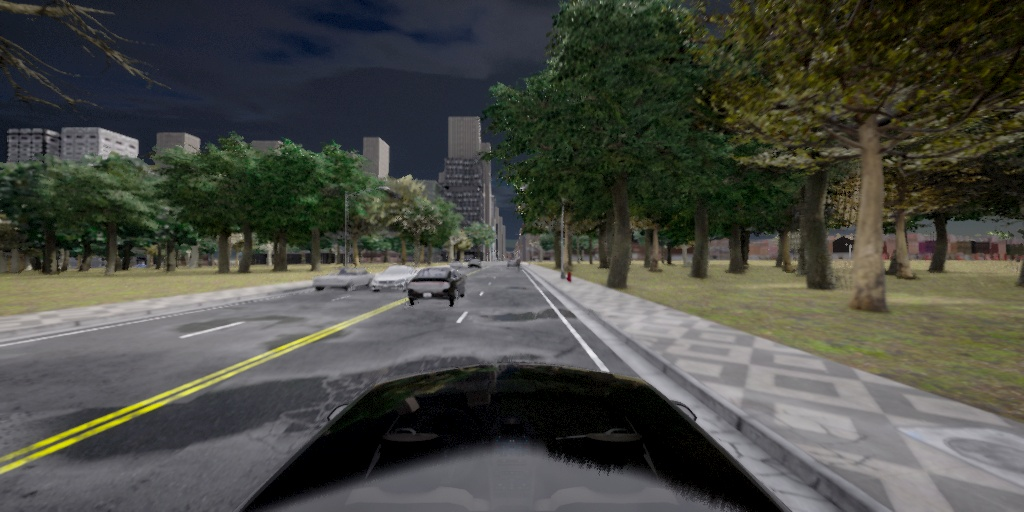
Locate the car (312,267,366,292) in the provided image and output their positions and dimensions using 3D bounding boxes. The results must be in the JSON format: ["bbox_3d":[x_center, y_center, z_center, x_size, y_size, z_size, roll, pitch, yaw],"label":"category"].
[{"bbox_3d":[-9.843,1.363,21.399,1.895,1.301,4.718,0,0,0],"label":"car"}]

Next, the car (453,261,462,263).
[{"bbox_3d":[-9.750,1.523,62.701,1.895,1.301,4.718,0,0,0],"label":"car"}]

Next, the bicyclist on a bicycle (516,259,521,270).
[{"bbox_3d":[0.906,1.289,45.457,0.582,1.620,1.656,0,-1,0],"label":"bicyclist on a bicycle"}]

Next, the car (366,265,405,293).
[{"bbox_3d":[-6.581,1.287,20.986,1.812,1.442,4.674,0,0,0],"label":"car"}]

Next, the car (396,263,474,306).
[{"bbox_3d":[-3.146,1.248,15.771,2.128,1.511,4.902,0,0,0],"label":"car"}]

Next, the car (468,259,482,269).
[{"bbox_3d":[-6.504,1.275,62.826,2.097,1.767,4.553,0,0,0],"label":"car"}]
